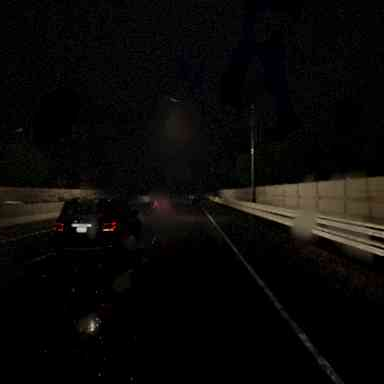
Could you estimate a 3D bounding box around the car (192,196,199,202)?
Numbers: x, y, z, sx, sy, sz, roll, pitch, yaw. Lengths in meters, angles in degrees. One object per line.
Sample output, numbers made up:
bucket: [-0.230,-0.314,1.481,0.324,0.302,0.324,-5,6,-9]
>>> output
car: [0.888,1.752,88.171,1.801,1.575,5.366,0,0,0]

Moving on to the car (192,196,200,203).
car: [0.899,1.749,82.171,1.801,1.575,5.366,0,0,0]

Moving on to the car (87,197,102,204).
car: [-21.134,1.829,72.466,1.895,1.301,4.718,0,0,0]

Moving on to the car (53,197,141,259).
car: [-3.424,1.272,12.999,2.150,2.045,5.566,0,0,0]

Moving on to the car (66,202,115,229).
car: [-6.943,1.567,23.322,1.882,1.535,5.008,0,0,0]

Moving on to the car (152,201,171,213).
car: [-3.471,1.750,38.817,1.895,1.301,4.718,0,0,0]

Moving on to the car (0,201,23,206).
car: [-17.654,1.647,32.002,1.812,1.442,4.674,0,0,0]

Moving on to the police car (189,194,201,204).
police car: [0.917,1.696,72.092,1.930,1.638,5.238,0,0,0]

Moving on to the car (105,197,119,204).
car: [-17.635,1.829,73.305,1.895,1.301,4.718,0,0,0]

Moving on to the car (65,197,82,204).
car: [-24.628,1.765,69.434,1.812,1.442,4.674,0,0,0]
